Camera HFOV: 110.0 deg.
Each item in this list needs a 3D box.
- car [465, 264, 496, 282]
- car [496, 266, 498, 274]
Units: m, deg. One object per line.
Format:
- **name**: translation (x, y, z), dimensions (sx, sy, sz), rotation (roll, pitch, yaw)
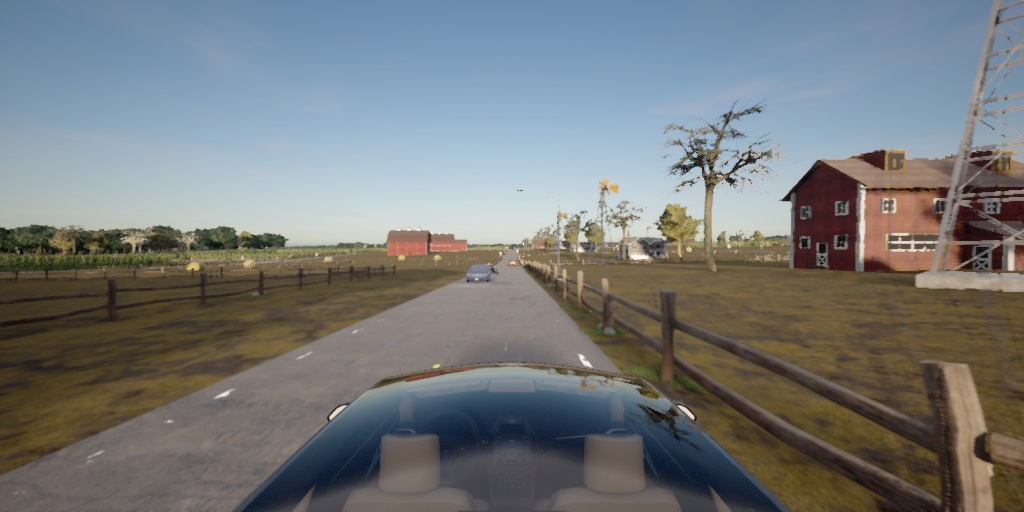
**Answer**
- **car**: translation (-2.682, 1.388, 30.057), dimensions (2.033, 1.411, 5.357), rotation (0, 0, 0)
- **car**: translation (-2.653, 1.524, 41.596), dimensions (1.895, 1.301, 4.718), rotation (0, 0, 0)
